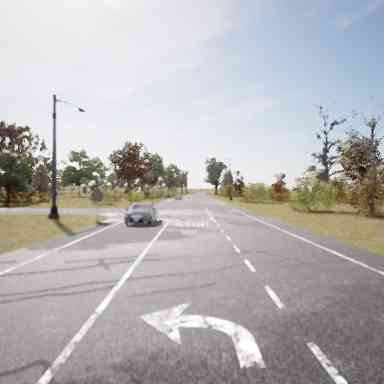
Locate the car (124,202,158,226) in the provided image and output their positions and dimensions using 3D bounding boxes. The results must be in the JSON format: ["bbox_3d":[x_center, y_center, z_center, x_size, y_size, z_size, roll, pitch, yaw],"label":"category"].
[{"bbox_3d":[-3.504,1.472,23.454,2.128,1.511,4.902,0,0,0],"label":"car"}]

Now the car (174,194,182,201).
[{"bbox_3d":[-3.417,1.366,82.826,2.128,1.511,4.902,0,0,0],"label":"car"}]
